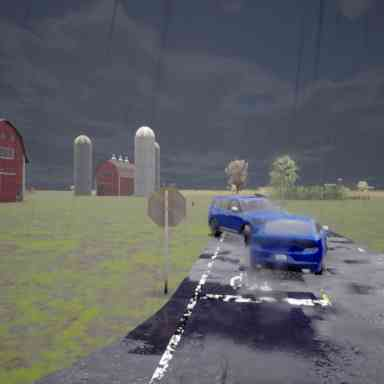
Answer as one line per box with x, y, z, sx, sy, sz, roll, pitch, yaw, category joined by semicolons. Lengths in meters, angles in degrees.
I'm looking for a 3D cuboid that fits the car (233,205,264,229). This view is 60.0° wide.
3.811;1.600;22.721;1.895;1.301;4.718;0;0;9;car

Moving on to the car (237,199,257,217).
5.440;1.501;33.032;1.837;1.490;4.892;0;0;9;car

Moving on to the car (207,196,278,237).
2.583;1.219;15.548;2.150;2.045;5.566;0;0;-21;car

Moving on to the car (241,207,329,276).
3.215;1.481;10.576;1.882;1.535;5.008;0;0;23;car
